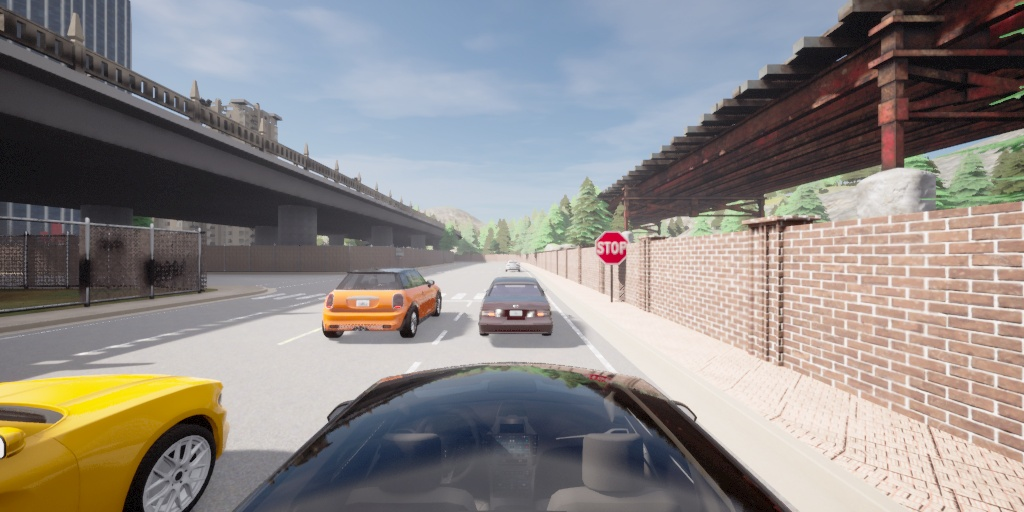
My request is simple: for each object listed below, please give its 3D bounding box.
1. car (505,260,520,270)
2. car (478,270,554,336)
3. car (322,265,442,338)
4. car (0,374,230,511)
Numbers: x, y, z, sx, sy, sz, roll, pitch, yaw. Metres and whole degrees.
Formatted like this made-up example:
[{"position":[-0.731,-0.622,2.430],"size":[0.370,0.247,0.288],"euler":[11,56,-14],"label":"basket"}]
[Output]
[{"position":[0.111,1.276,46.226],"size":[1.812,1.442,4.674],"euler":[0,0,-1],"label":"car"},{"position":[0.088,1.297,10.345],"size":[2.033,1.411,5.357],"euler":[0,0,0],"label":"car"},{"position":[-3.414,1.102,10.326],"size":[2.097,1.767,4.553],"euler":[0,0,0],"label":"car"},{"position":[-3.397,1.228,1.069],"size":[1.882,1.535,5.008],"euler":[0,0,0],"label":"car"}]
